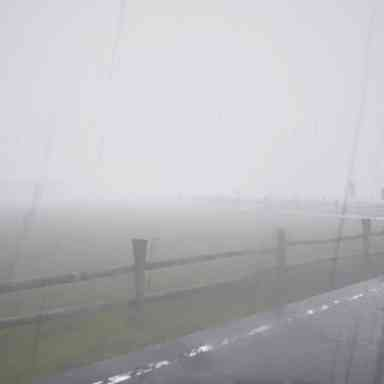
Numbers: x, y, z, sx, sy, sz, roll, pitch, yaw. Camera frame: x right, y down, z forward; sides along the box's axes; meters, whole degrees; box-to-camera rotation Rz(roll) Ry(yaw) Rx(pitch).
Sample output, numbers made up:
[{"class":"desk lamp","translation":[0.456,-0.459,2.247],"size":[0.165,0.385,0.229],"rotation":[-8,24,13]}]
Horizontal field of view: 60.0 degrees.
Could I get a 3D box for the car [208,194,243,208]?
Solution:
[{"class":"car","translation":[4.048,1.060,40.727],"size":[1.882,1.535,5.008],"rotation":[1,0,-36]}]
